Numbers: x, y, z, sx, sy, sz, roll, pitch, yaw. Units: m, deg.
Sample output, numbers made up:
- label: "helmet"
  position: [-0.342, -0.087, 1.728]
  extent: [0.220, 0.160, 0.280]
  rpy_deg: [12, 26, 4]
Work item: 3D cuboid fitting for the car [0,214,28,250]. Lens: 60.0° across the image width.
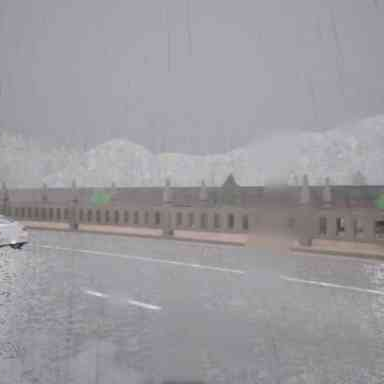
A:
- label: "car"
  position: [-8.329, 1.518, 12.803]
  extent: [4.674, 1.442, 1.812]
  rpy_deg: [0, 0, 28]
